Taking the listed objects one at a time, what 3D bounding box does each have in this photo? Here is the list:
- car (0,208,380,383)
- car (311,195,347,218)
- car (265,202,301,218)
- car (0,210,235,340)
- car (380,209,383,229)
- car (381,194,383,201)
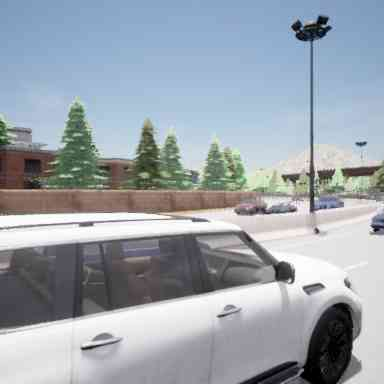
[{"bbox_3d":[-0.385,1.240,3.640,5.566,2.045,2.150,0,0,-37],"label":"car"},{"bbox_3d":[13.808,1.364,33.341,2.150,2.045,5.566,0,0,35],"label":"car"},{"bbox_3d":[9.028,1.708,32.814,1.994,1.385,4.181,0,0,37],"label":"car"},{"bbox_3d":[-1.442,1.387,7.293,4.553,1.767,2.097,0,0,-37],"label":"car"},{"bbox_3d":[12.218,1.630,19.847,2.033,1.411,5.357,0,0,42],"label":"car"},{"bbox_3d":[45.452,1.448,80.870,2.150,2.045,5.566,0,0,4],"label":"car"}]
